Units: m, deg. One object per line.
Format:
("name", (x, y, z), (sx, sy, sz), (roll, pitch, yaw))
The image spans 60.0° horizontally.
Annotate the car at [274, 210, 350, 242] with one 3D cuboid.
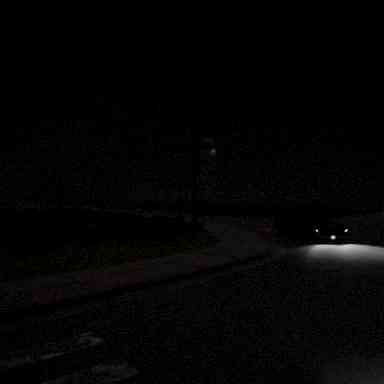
("car", (5.973, 1.653, 17.404), (2.033, 1.411, 5.357), (1, -1, -6))
